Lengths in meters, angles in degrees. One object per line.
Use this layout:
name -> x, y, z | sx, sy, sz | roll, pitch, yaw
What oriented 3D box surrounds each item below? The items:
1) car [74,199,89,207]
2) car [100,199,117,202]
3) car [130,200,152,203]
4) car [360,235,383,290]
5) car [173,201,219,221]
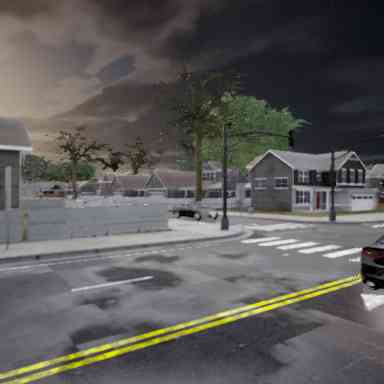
car -> -18.120, 1.713, 53.666 | 1.895, 1.301, 4.718 | 0, 0, -35
car -> -10.961, 1.616, 43.430 | 1.812, 1.442, 4.674 | 0, 0, -35
car -> -5.278, 1.551, 35.391 | 1.882, 1.535, 5.008 | 0, 0, -35
car -> 5.924, 1.494, 8.072 | 5.008, 1.535, 1.882 | 0, 0, -40
car -> 0.250, 1.549, 27.580 | 2.128, 1.511, 4.902 | 0, 0, -35
